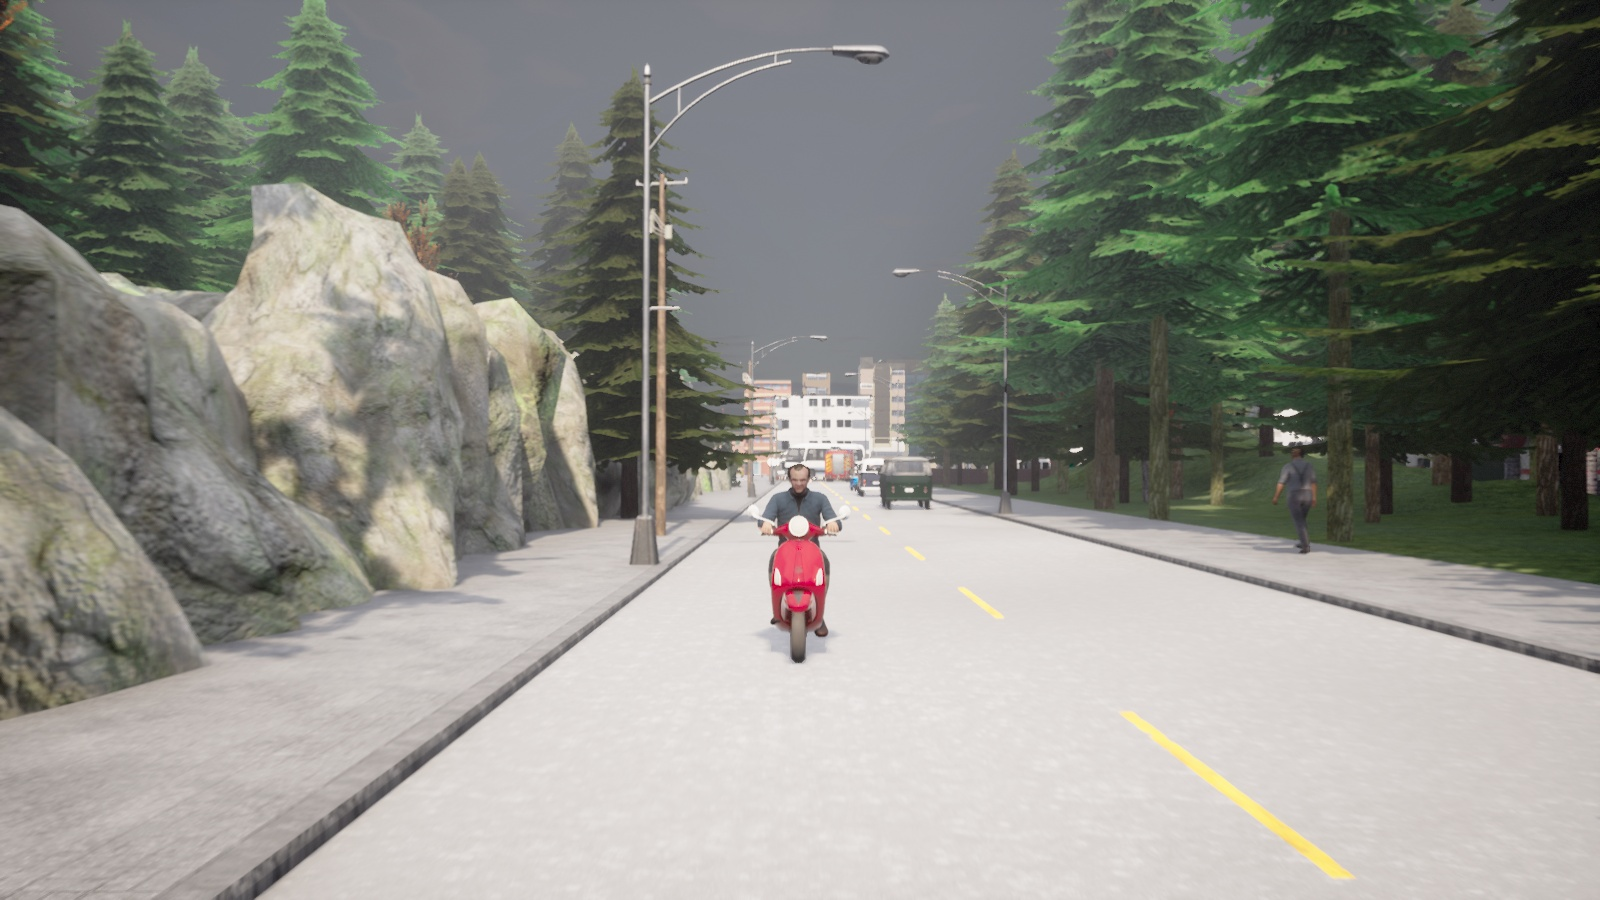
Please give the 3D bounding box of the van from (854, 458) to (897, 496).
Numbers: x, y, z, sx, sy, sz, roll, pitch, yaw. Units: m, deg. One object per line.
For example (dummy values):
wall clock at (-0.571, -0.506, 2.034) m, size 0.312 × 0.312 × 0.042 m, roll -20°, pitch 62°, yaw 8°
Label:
van at (4.072, 1.442, 68.548) m, size 2.069 × 2.038 × 4.480 m, roll 0°, pitch 0°, yaw 0°

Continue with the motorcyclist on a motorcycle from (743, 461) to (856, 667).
motorcyclist on a motorcycle at (-0.003, 0.906, 10.658) m, size 0.866 × 1.590 × 1.817 m, roll 0°, pitch -1°, yaw 0°

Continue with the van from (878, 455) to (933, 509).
van at (4.046, 1.202, 48.699) m, size 1.775 × 1.987 × 4.442 m, roll 0°, pitch -1°, yaw 0°

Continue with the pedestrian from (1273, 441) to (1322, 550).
pedestrian at (8.578, 0.777, 21.678) m, size 0.540 × 1.848 × 0.694 m, roll 0°, pitch -1°, yaw -1°
